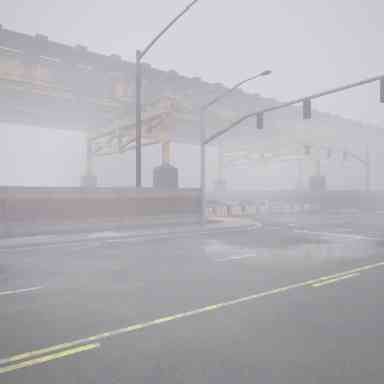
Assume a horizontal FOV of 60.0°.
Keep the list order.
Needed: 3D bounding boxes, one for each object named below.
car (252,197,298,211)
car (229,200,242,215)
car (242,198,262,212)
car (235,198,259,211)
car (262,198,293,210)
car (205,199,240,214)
[{"bbox_3d":[9.978,1.453,40.136,4.974,1.542,2.038,0,0,-7],"label":"car"},{"bbox_3d":[2.321,1.453,33.693,4.974,1.542,2.038,0,0,8],"label":"car"},{"bbox_3d":[6.067,1.453,36.377,2.038,1.542,4.974,0,0,18],"label":"car"},{"bbox_3d":[6.083,1.295,36.427,1.853,1.218,4.536,0,0,18],"label":"car"},{"bbox_3d":[9.926,1.295,40.130,4.536,1.218,1.853,0,0,-7],"label":"car"},{"bbox_3d":[2.270,1.295,33.700,4.536,1.218,1.853,0,0,8],"label":"car"}]
